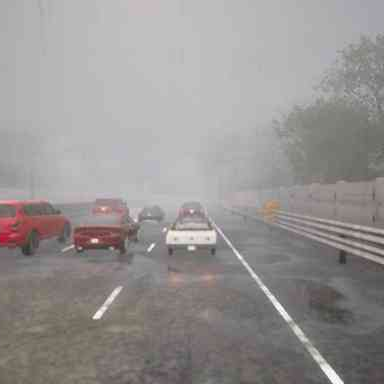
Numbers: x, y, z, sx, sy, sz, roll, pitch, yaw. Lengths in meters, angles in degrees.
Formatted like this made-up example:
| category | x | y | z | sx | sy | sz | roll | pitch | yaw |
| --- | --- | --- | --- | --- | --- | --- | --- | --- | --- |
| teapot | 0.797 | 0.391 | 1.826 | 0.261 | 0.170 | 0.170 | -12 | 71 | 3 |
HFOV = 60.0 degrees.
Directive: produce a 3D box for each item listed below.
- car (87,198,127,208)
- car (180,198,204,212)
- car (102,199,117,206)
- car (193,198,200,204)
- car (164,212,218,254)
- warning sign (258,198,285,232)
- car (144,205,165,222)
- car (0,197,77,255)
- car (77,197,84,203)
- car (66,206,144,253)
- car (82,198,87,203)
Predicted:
| category | x | y | z | sx | sy | sz | roll | pitch | yaw |
| --- | --- | --- | --- | --- | --- | --- | --- | --- | --- |
| car | -7.016 | 1.508 | 29.014 | 2.150 | 2.045 | 5.566 | 0 | 0 | 0 |
| car | -0.014 | 1.642 | 29.081 | 2.097 | 1.767 | 4.553 | 0 | -1 | 0 |
| car | -17.539 | 2.302 | 71.004 | 2.033 | 1.411 | 5.357 | 0 | -1 | 0 |
| car | 1.176 | 2.442 | 89.319 | 1.801 | 1.575 | 5.366 | 0 | -1 | 0 |
| car | -0.006 | 1.739 | 14.115 | 1.895 | 1.301 | 4.718 | 0 | -1 | 0 |
| warning sign | 4.538 | 1.303 | 19.139 | 1.300 | 1.860 | 1.060 | 0 | -1 | 0 |
| car | -3.514 | 1.859 | 29.345 | 1.994 | 1.385 | 4.181 | 0 | -1 | 0 |
| car | -7.006 | 1.353 | 14.001 | 2.150 | 2.045 | 5.566 | 0 | 0 | 0 |
| car | -24.539 | 1.987 | 70.974 | 2.150 | 2.045 | 5.566 | 0 | -1 | 0 |
| car | -3.503 | 1.619 | 14.476 | 1.882 | 1.535 | 5.008 | 0 | 0 | 0 |
| car | -21.039 | 2.302 | 71.002 | 2.033 | 1.411 | 5.357 | 0 | -1 | 0 |
